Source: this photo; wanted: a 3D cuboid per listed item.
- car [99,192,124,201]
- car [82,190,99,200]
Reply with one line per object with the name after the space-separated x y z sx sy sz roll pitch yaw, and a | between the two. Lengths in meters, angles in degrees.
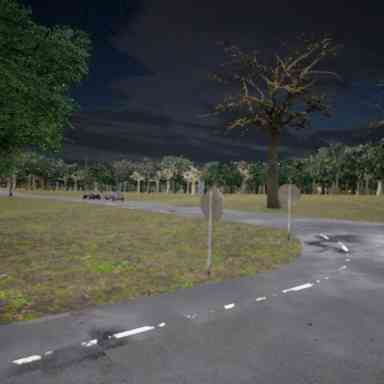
-12.191 0.683 51.755 2.128 1.511 4.902 2 -1 -35 | car
-18.185 0.493 60.071 2.097 1.767 4.553 2 -1 -36 | car
